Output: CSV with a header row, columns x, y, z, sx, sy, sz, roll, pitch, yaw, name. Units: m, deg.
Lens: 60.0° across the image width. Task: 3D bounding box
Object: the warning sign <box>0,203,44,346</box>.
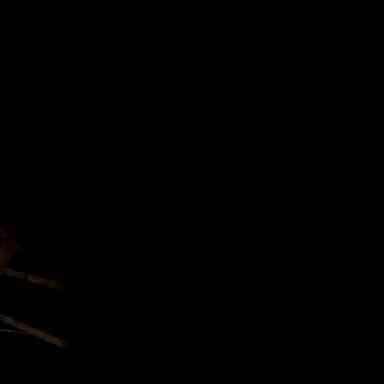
x,y,z,sx,sy,sz,roll,pitch,yaw,name
-2.997,1.109,4.688,1.060,1.860,1.300,0,0,35,warning sign
